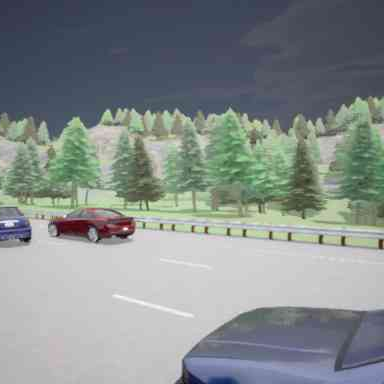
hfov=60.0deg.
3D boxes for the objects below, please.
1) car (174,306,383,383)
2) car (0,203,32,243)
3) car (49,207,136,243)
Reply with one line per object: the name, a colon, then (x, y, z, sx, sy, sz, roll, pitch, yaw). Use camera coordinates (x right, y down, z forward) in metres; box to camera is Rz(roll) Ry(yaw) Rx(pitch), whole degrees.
car: (2.431, 1.547, 2.261, 5.357, 1.411, 2.033, 0, 0, 35)
car: (-9.174, 1.353, 14.824, 4.553, 1.767, 2.097, 0, 0, 35)
car: (-4.947, 1.478, 16.108, 5.008, 1.535, 1.882, 0, 0, 35)
